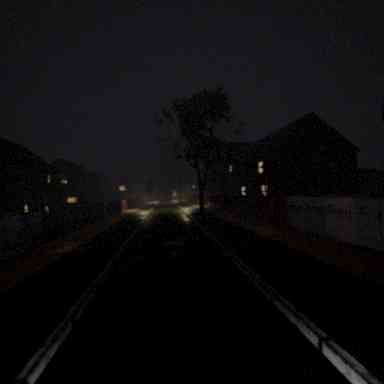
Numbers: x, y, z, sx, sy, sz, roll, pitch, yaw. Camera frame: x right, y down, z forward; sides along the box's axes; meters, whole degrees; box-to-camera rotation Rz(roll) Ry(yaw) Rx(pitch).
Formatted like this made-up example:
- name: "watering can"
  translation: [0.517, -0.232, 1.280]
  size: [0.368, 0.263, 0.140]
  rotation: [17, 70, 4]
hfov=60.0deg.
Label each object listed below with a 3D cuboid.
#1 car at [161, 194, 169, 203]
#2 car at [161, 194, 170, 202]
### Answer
- name: "car"
  translation: [-6.636, 1.849, 83.239]
  size: [1.882, 1.535, 5.008]
  rotation: [-4, 0, -5]
- name: "car"
  translation: [-7.494, 1.694, 93.549]
  size: [2.150, 2.045, 5.566]
  rotation: [-4, 0, -5]
